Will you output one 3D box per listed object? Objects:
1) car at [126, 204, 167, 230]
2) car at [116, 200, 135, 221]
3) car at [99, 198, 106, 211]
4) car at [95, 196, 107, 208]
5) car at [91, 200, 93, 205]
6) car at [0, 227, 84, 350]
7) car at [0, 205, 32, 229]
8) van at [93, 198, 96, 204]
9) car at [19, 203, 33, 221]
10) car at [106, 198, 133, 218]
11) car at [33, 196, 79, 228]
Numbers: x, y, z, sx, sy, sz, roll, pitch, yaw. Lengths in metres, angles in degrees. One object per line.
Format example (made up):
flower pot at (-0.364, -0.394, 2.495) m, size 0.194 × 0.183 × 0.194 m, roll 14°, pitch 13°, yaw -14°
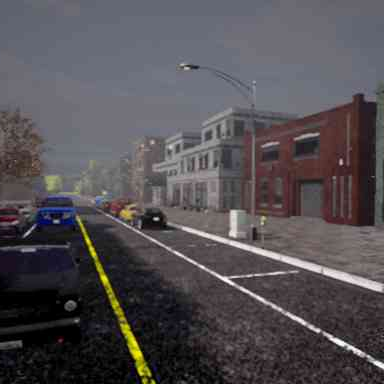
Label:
car at (-2.927, 1.707, 22.426) m, size 1.947 × 1.339 × 4.313 m, roll 0°, pitch 0°, yaw -20°
car at (-4.925, 1.688, 27.783) m, size 1.752 × 1.417 × 4.829 m, roll 0°, pitch 0°, yaw -20°
car at (-10.689, 1.807, 43.217) m, size 1.802 × 1.307 × 4.206 m, roll 0°, pitch 0°, yaw -20°
car at (-12.688, 1.772, 48.575) m, size 1.752 × 1.417 × 4.829 m, roll 0°, pitch 0°, yaw -20°
car at (-18.510, 1.833, 64.169) m, size 1.752 × 1.417 × 4.829 m, roll 0°, pitch 0°, yaw -20°
car at (-3.061, 1.620, 6.239) m, size 1.895 × 1.301 × 4.718 m, roll 1°, pitch 0°, yaw -20°
car at (-10.777, 1.630, 19.493) m, size 1.802 × 1.307 × 4.206 m, roll 0°, pitch 0°, yaw -20°
van at (-14.570, 1.607, 53.614) m, size 1.690 × 1.788 × 3.998 m, roll 0°, pitch 0°, yaw -20°
car at (-12.718, 1.619, 24.691) m, size 2.008 × 1.369 × 4.403 m, roll 0°, pitch 0°, yaw -20°
car at (-6.808, 1.498, 32.823) m, size 2.192 × 1.841 × 5.009 m, roll 0°, pitch 0°, yaw -20°
car at (-8.476, 1.302, 21.040) m, size 2.150 × 2.045 × 5.566 m, roll 1°, pitch 0°, yaw -20°
